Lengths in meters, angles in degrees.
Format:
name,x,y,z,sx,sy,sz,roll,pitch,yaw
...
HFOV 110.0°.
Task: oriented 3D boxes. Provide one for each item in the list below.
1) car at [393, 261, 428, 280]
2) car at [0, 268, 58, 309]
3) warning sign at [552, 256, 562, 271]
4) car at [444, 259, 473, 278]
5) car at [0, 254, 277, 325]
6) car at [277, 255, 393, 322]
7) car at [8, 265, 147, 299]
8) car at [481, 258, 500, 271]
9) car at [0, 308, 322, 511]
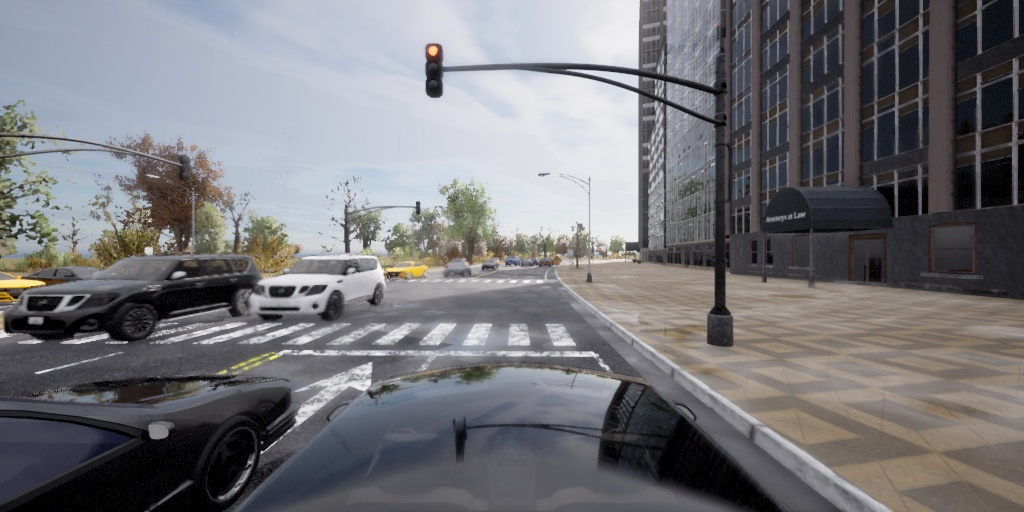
name,x,y,z,sx,sy,sz,roll,pitch,yaw
car,-8.965,1.224,30.978,1.882,1.535,5.008,0,0,11
car,-22.473,1.288,14.906,5.008,1.535,1.882,0,0,3
warning sign,5.525,0.868,43.921,1.300,1.860,1.060,0,0,7
car,-5.020,1.273,33.689,1.812,1.442,4.674,0,0,5
car,-9.690,0.970,10.120,2.150,2.045,5.566,0,0,2
car,-6.350,0.969,12.641,2.150,2.045,5.566,0,0,2
car,-21.831,1.275,18.126,5.008,1.535,1.882,0,0,4
car,-3.060,1.257,50.773,1.837,1.490,4.892,0,0,8
car,-3.128,1.298,1.222,2.033,1.411,5.357,0,0,1
